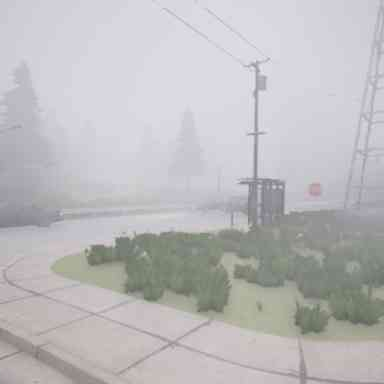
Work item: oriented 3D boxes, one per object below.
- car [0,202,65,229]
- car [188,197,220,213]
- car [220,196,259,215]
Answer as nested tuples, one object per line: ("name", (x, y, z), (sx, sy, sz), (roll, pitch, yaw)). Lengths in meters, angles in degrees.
("car", (-9.398, 1.247, 17.254), (2.033, 1.411, 5.357), (1, 1, 36))
("car", (1.549, 1.225, 32.258), (2.128, 1.511, 4.902), (1, 1, 36))
("car", (4.952, 1.116, 30.860), (2.097, 1.767, 4.553), (1, 1, 36))
